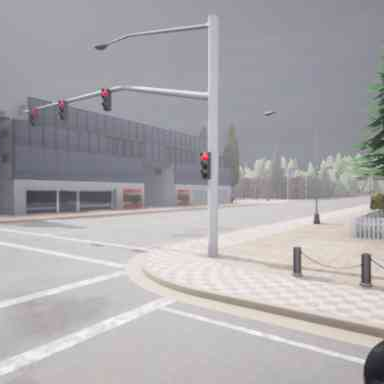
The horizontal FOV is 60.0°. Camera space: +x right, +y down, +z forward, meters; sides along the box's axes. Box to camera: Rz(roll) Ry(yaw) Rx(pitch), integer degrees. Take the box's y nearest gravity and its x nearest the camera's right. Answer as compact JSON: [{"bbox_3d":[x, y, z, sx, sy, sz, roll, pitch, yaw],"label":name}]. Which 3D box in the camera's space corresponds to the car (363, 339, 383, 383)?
[{"bbox_3d":[3.517,1.480,1.453,5.008,1.535,1.882,0,0,36],"label":"car"}]
